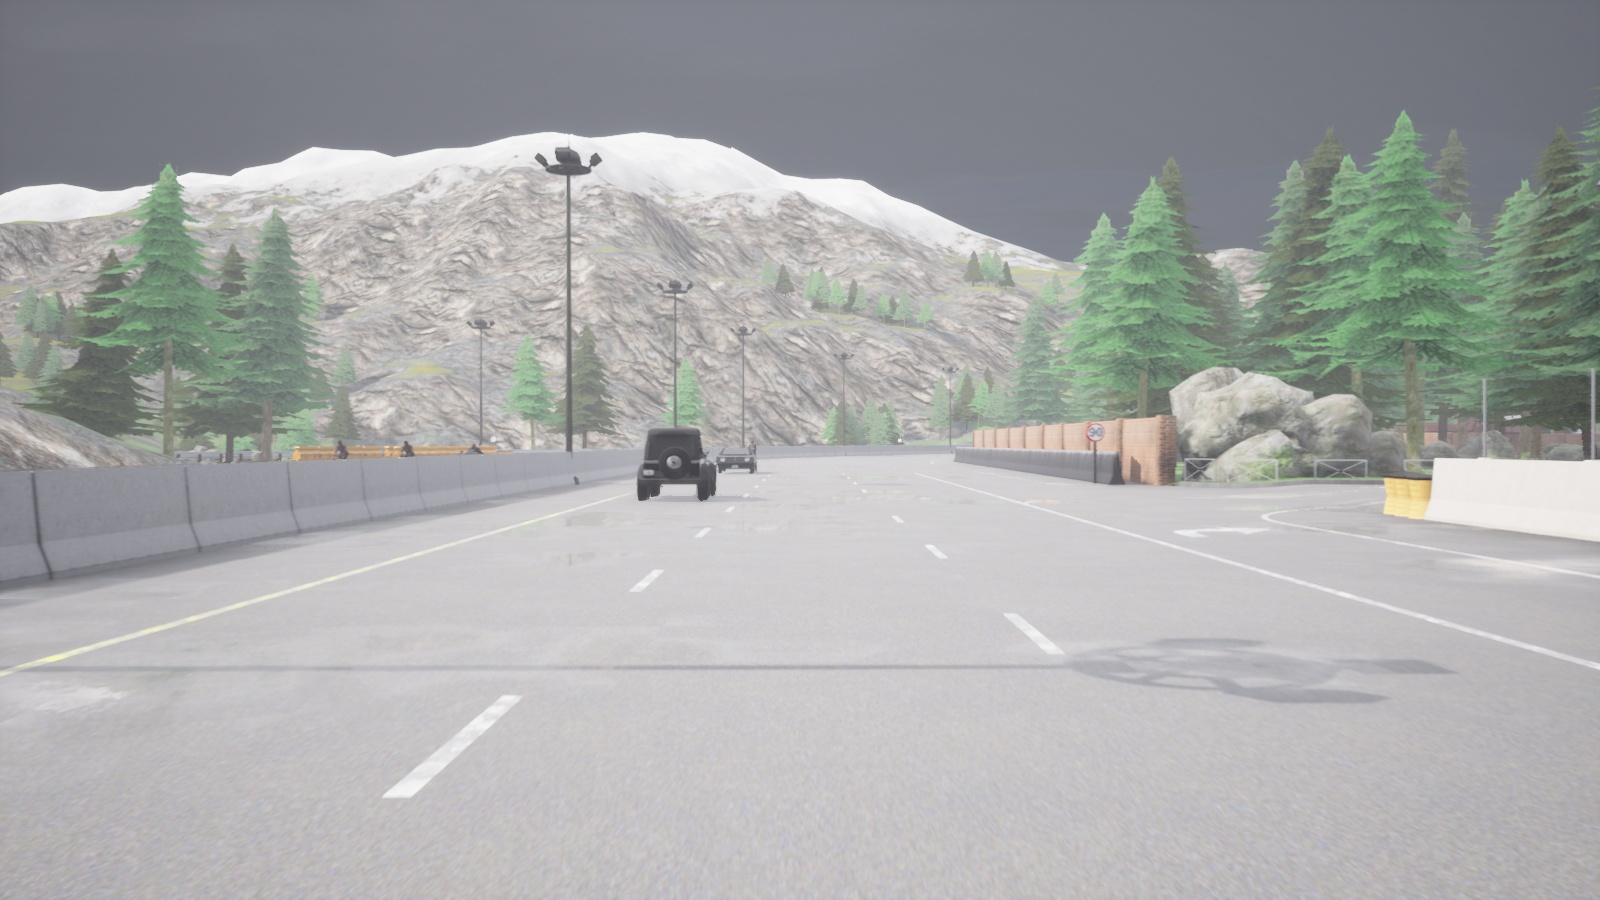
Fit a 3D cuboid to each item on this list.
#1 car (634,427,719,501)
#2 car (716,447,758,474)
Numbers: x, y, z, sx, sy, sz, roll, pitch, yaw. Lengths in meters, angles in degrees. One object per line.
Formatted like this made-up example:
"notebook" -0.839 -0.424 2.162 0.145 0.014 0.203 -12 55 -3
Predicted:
"car" -3.291 0.348 34.047 1.905 1.878 3.866 0 0 0
"car" -3.126 0.489 63.141 1.895 1.301 4.718 0 0 0
